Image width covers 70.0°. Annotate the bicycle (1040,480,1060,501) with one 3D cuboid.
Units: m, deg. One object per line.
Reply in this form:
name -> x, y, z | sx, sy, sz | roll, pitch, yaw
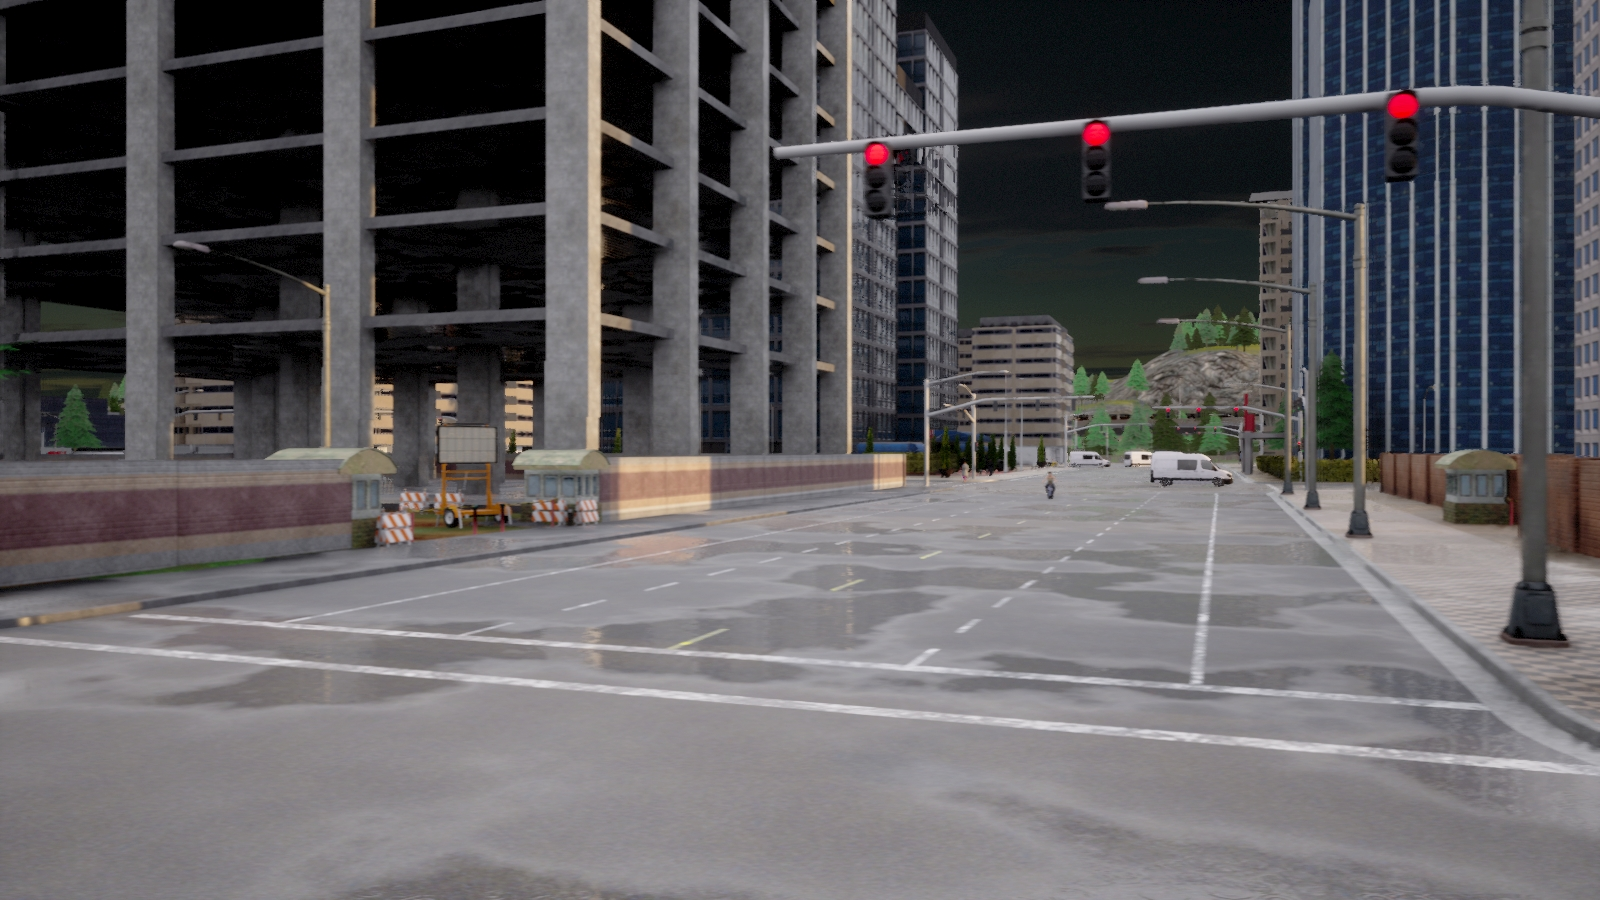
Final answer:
bicycle -> 13.939, 2.258, 63.729 | 0.859, 1.080, 1.487 | 0, 0, 20
